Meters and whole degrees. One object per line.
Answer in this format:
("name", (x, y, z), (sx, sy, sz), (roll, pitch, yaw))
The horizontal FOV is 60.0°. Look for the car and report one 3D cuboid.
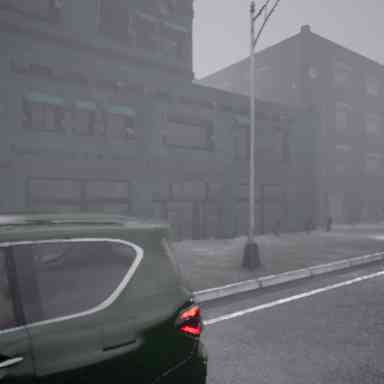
("car", (-2.516, 1.218, 2.198), (5.566, 2.045, 2.150), (0, 0, -31))
